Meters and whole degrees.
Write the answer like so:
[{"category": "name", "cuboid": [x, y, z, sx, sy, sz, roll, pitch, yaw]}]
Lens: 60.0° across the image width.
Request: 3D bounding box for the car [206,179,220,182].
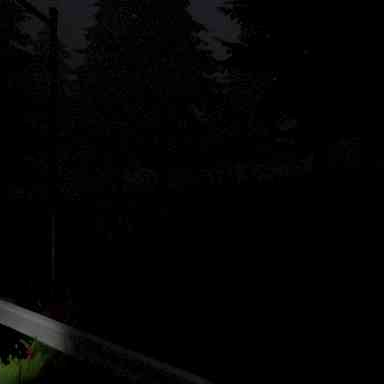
[{"category": "car", "cuboid": [3.228, -0.957, 41.664, 5.357, 1.411, 2.033, -5, -1, 12]}]
